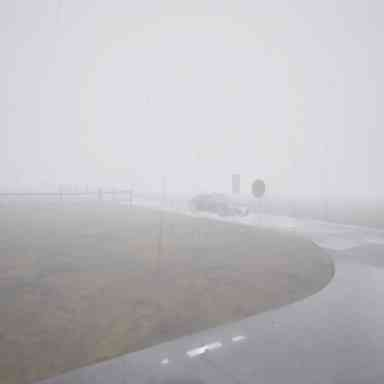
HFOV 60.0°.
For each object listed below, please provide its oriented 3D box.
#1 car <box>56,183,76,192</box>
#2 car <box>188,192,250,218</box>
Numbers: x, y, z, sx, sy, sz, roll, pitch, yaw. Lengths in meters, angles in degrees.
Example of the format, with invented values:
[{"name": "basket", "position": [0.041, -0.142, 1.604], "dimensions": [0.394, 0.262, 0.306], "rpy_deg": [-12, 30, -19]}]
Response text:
[{"name": "car", "position": [-19.597, -0.733, 51.472], "dimensions": [2.033, 1.411, 5.357], "rpy_deg": [2, 2, -36]}, {"name": "car", "position": [1.649, 0.792, 21.726], "dimensions": [2.128, 1.511, 4.902], "rpy_deg": [2, 2, -36]}]
